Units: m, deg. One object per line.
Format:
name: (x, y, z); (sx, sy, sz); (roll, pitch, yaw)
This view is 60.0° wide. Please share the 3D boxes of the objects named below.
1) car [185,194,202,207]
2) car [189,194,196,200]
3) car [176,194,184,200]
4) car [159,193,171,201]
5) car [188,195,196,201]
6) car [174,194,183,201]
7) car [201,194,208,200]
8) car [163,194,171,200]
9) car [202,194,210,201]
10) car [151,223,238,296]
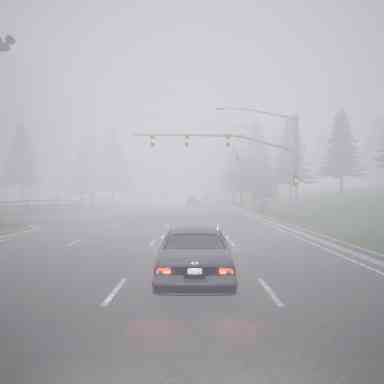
car: (0.029, 1.352, 52.851); (2.097, 1.767, 4.553); (0, 0, 0)
car: (0.056, 1.310, 93.914); (1.882, 1.535, 5.008); (0, 0, 0)
car: (-3.444, 1.358, 93.916); (2.128, 1.511, 4.902); (0, 0, 0)
car: (-6.950, 1.217, 83.528); (2.150, 2.045, 5.566); (0, 0, 0)
car: (0.050, 1.531, 83.494); (2.033, 1.411, 5.357); (0, 0, 0)
car: (-3.450, 1.517, 83.913); (1.812, 1.442, 4.674); (0, 0, 0)
car: (3.556, 1.310, 93.912); (1.882, 1.535, 5.008); (0, 0, 0)
car: (-6.944, 1.385, 93.918); (1.994, 1.385, 4.181); (0, 0, 0)
car: (3.550, 1.492, 83.492); (1.837, 1.490, 4.892); (0, 0, 0)
car: (0.072, 1.547, 8.812); (2.033, 1.411, 5.357); (0, 0, 0)
